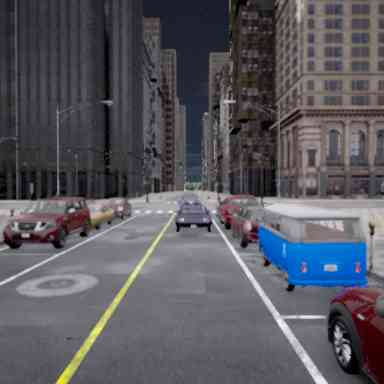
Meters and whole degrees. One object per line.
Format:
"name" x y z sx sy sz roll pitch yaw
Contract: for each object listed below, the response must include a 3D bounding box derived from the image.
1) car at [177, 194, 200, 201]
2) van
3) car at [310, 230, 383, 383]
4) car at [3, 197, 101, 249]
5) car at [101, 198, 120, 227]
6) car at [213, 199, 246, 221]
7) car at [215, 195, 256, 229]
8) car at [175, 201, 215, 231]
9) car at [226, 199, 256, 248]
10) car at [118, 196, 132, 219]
"car" -0.308 1.019 32.480 2.097 1.767 4.553 0 0 -6
"van" 2.754 1.250 8.451 1.690 1.788 3.998 0 1 0
"car" 2.758 1.408 2.851 1.967 1.590 4.097 0 1 0
"car" -5.775 1.166 14.045 2.192 1.841 5.009 0 1 0
"car" -5.778 1.320 19.479 1.752 1.417 4.829 0 1 0
"car" 2.744 1.284 25.258 2.008 1.369 4.403 0 1 0
"car" 2.746 1.107 19.654 2.192 1.841 5.009 0 1 0
"car" 0.087 1.402 18.795 1.895 1.301 4.718 0 1 0
"car" 2.750 1.291 14.053 1.967 1.590 4.097 0 1 0
"car" -5.782 1.174 25.250 1.967 1.590 4.097 0 1 0
